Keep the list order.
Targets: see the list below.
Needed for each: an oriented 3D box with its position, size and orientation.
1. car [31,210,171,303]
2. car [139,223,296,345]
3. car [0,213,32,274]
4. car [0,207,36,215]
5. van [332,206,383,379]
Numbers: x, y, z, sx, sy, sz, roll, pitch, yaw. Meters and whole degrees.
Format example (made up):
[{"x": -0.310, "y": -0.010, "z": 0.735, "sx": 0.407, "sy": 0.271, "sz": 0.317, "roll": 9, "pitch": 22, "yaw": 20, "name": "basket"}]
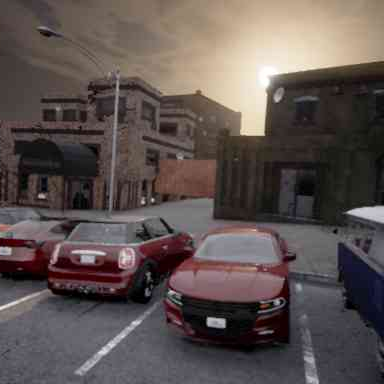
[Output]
[{"x": -1.434, "y": 1.334, "z": 8.427, "sx": 2.185, "sy": 1.767, "sz": 4.553, "roll": 0, "pitch": -1, "yaw": 15, "name": "car"}, {"x": 0.987, "y": 1.465, "z": 6.752, "sx": 2.097, "sy": 1.535, "sz": 5.008, "roll": 1, "pitch": -1, "yaw": 15, "name": "car"}, {"x": -3.825, "y": 1.483, "z": 10.189, "sx": 2.163, "sy": 1.488, "sz": 4.792, "roll": 0, "pitch": -1, "yaw": 15, "name": "car"}, {"x": -6.248, "y": 1.322, "z": 11.838, "sx": 2.185, "sy": 1.767, "sz": 4.553, "roll": 0, "pitch": -1, "yaw": 15, "name": "car"}, {"x": 3.414, "y": 1.247, "z": 5.157, "sx": 1.878, "sy": 1.987, "sz": 4.442, "roll": 0, "pitch": -1, "yaw": 15, "name": "van"}]
